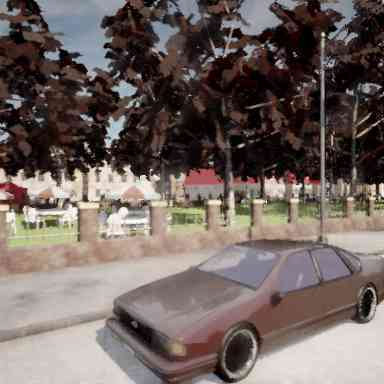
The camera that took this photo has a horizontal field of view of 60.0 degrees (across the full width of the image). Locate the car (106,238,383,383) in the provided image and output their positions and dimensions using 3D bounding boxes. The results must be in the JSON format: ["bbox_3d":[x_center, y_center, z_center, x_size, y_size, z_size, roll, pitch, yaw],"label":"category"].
[{"bbox_3d":[1.397,1.544,5.609,5.357,1.411,2.033,0,0,-36],"label":"car"}]
